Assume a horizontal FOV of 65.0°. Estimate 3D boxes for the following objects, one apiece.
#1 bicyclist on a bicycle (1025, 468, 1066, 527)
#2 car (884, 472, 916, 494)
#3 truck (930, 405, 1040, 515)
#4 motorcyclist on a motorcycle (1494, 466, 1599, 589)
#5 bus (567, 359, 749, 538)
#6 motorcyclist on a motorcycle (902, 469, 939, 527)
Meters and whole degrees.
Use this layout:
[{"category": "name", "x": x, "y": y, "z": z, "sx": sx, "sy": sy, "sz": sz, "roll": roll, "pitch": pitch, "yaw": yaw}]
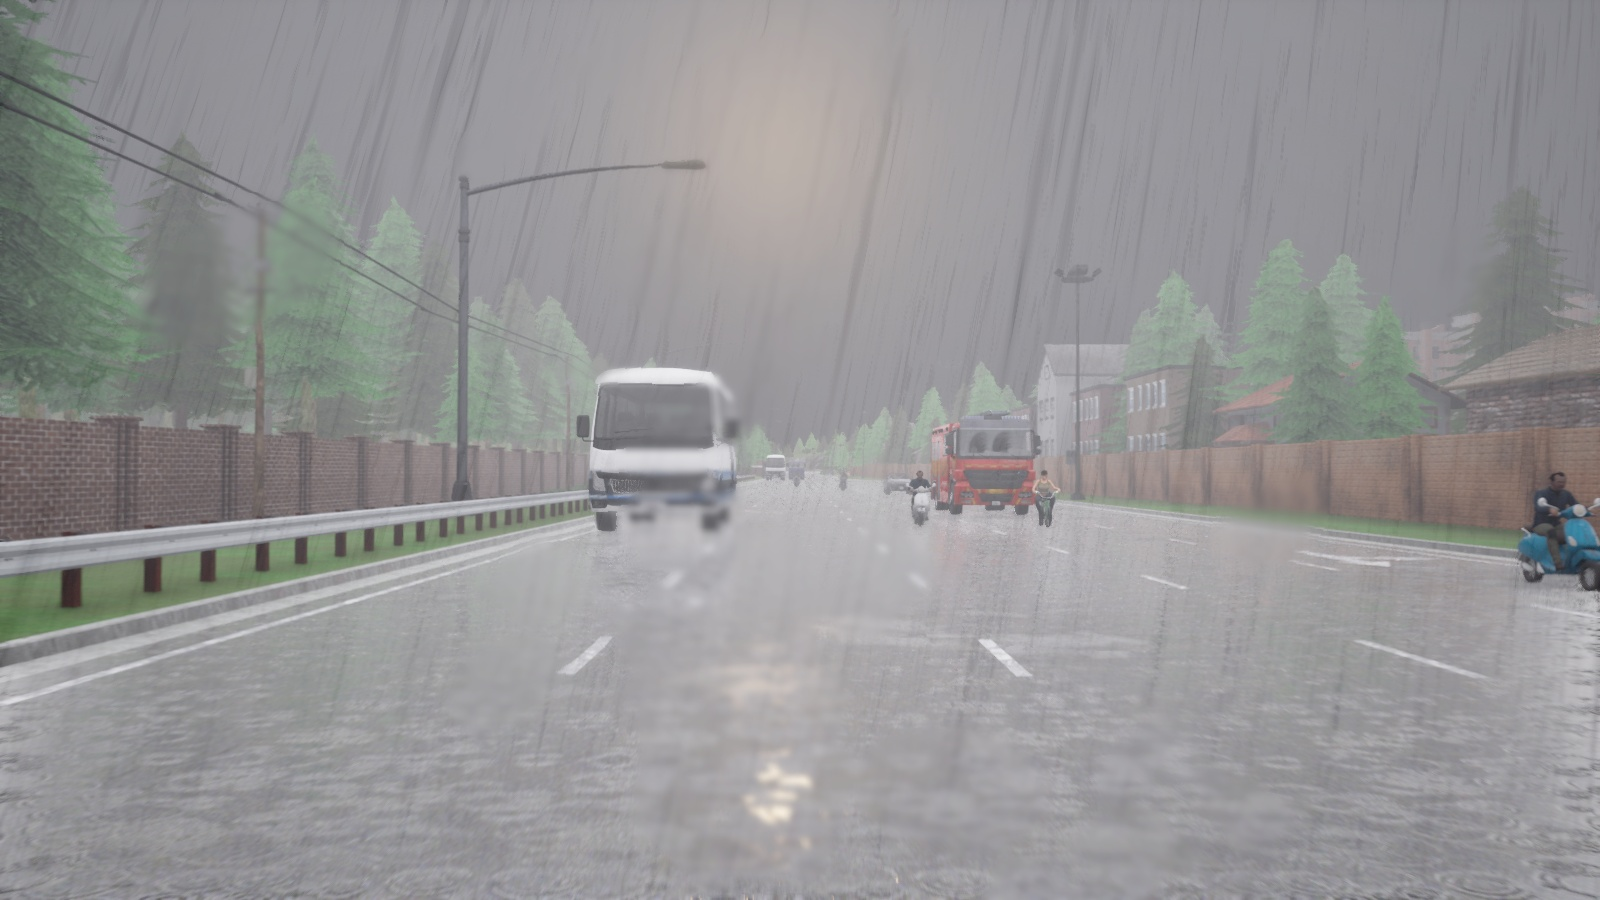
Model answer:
[{"category": "bicyclist on a bicycle", "x": 6.917, "y": 1.316, "z": 35.414, "sx": 0.866, "sy": 1.612, "sz": 1.509, "roll": 0, "pitch": -1, "yaw": 0}, {"category": "car", "x": 6.788, "y": 2.238, "z": 85.859, "sx": 1.816, "sy": 1.474, "sz": 4.193, "roll": 0, "pitch": -1, "yaw": 0}, {"category": "truck", "x": 6.876, "y": 0.426, "z": 47.979, "sx": 2.891, "sy": 3.827, "sz": 8.468, "roll": 0, "pitch": -1, "yaw": 0}, {"category": "motorcyclist on a motorcycle", "x": 10.457, "y": 1.014, "z": 17.202, "sx": 0.866, "sy": 1.590, "sz": 1.817, "roll": 0, "pitch": -1, "yaw": 0}, {"category": "bus", "x": -3.593, "y": 0.039, "z": 35.033, "sx": 3.944, "sy": 4.253, "sz": 10.273, "roll": 0, "pitch": -1, "yaw": 0}, {"category": "motorcyclist on a motorcycle", "x": 3.412, "y": 1.350, "z": 35.598, "sx": 0.866, "sy": 1.590, "sz": 1.817, "roll": 0, "pitch": -1, "yaw": 0}]
